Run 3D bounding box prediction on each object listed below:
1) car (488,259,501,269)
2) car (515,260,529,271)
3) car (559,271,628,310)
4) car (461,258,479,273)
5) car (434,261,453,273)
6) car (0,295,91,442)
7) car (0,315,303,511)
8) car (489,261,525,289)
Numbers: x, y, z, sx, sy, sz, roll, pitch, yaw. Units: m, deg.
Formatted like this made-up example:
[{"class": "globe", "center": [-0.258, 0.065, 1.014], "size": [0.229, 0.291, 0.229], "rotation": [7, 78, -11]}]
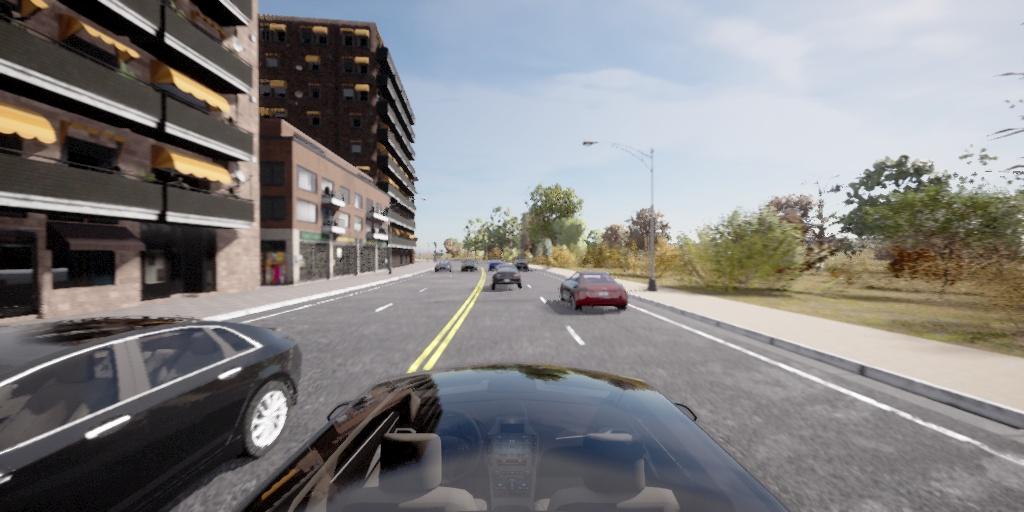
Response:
[{"class": "car", "center": [-2.297, 1.208, 50.084], "size": [1.882, 1.535, 5.008], "rotation": [0, 0, -6]}, {"class": "car", "center": [1.095, 1.221, 48.764], "size": [1.837, 1.490, 4.892], "rotation": [0, 0, -5]}, {"class": "car", "center": [3.165, 1.299, 14.603], "size": [1.994, 1.385, 4.181], "rotation": [0, 0, -2]}, {"class": "car", "center": [-5.250, 1.104, 44.777], "size": [2.097, 1.767, 4.553], "rotation": [0, 0, -5]}, {"class": "car", "center": [-8.522, 1.330, 44.938], "size": [1.994, 1.385, 4.181], "rotation": [0, 0, -5]}, {"class": "car", "center": [-6.618, 1.270, 2.281], "size": [2.128, 1.511, 4.902], "rotation": [0, 0, 0]}, {"class": "car", "center": [-3.369, 1.269, 2.273], "size": [1.837, 1.490, 4.892], "rotation": [0, 0, 0]}, {"class": "car", "center": [-0.393, 1.273, 23.387], "size": [1.812, 1.442, 4.674], "rotation": [0, 0, -3]}]
